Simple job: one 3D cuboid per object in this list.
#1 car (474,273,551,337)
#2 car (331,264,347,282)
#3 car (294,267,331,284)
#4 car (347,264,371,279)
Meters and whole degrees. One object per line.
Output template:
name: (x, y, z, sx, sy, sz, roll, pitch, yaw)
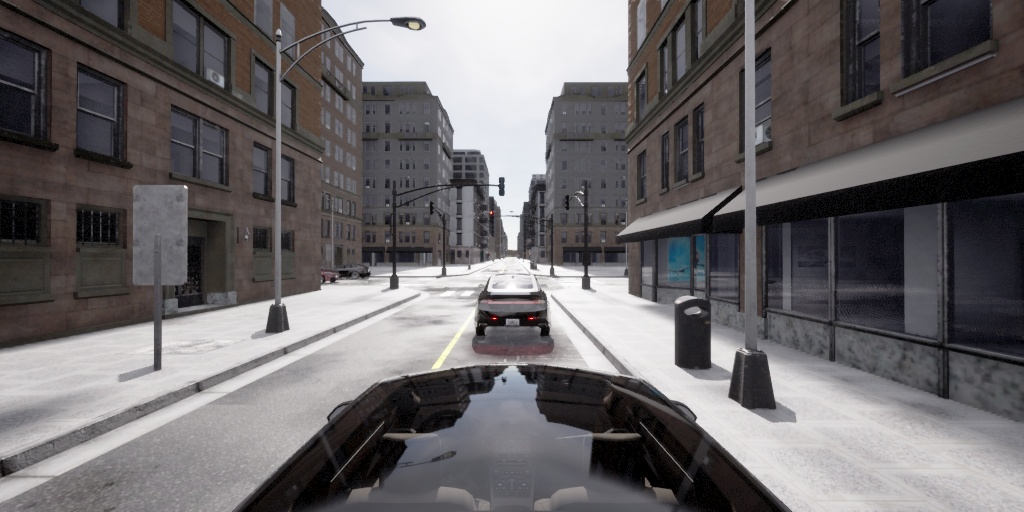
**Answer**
car: (0.024, 1.242, 10.341, 2.128, 1.511, 4.902, 0, 0, 0)
car: (-14.735, 1.300, 26.075, 4.181, 1.385, 1.994, 0, 0, 0)
car: (-14.707, 1.289, 23.531, 4.313, 1.339, 1.948, 0, 0, 0)
car: (-14.677, 1.330, 31.557, 4.313, 1.339, 1.948, 0, 0, 0)
